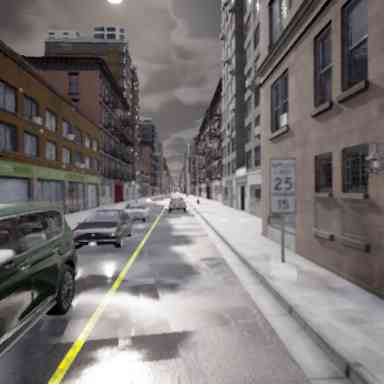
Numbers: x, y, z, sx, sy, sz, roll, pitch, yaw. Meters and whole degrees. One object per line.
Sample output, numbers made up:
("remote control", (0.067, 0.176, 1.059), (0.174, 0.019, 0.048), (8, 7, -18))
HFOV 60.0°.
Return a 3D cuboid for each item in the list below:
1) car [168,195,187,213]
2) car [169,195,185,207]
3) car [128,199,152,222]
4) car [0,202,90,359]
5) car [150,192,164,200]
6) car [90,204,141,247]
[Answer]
("car", (-1.476, 1.333, 34.284), (2.033, 1.411, 5.357), (0, 0, -2))
("car", (-2.090, 1.200, 46.900), (2.128, 1.511, 4.902), (0, 1, -2))
("car", (-4.177, 1.473, 24.654), (1.895, 1.301, 4.718), (0, 0, -2))
("car", (-3.257, 1.219, 4.501), (2.150, 2.045, 5.566), (0, 0, -3))
("car", (-5.315, 0.678, 51.016), (2.097, 1.767, 4.553), (0, 0, -3))
("car", (-3.730, 1.481, 14.760), (2.033, 1.411, 5.357), (0, 0, -3))
